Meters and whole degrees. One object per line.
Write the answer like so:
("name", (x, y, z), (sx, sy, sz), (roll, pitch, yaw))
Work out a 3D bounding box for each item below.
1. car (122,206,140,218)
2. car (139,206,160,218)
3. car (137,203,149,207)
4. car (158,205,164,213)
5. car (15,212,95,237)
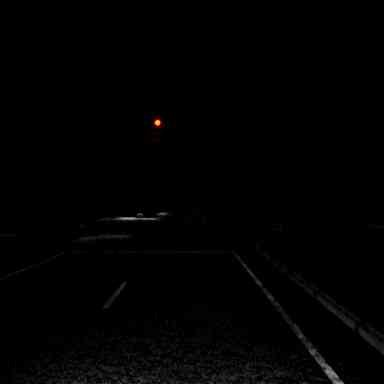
("car", (-10.565, 3.605, 56.294), (1.994, 1.385, 4.181), (0, -1, 0))
("car", (-7.066, 3.582, 56.015), (2.033, 1.411, 5.357), (0, -1, 0))
("car", (-10.507, 3.375, 71.309), (2.150, 2.045, 5.566), (0, 0, 0))
("car", (-7.007, 3.627, 71.384), (1.882, 1.535, 5.008), (0, 0, 0))
("car", (-8.976, 2.117, 21.949), (5.008, 1.535, 1.882), (0, -3, 5))
